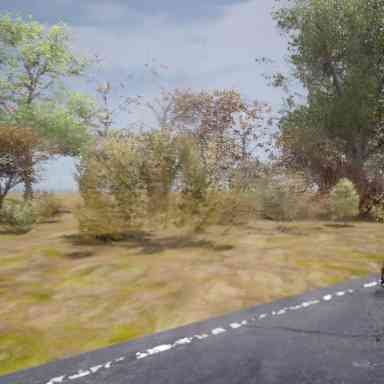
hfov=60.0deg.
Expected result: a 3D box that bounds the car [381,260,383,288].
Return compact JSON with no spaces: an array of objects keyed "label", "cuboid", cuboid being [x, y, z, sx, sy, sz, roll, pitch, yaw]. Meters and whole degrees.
[{"label":"car","cuboid":[6.276,1.494,7.655,4.902,1.511,2.128,0,0,-34]}]
